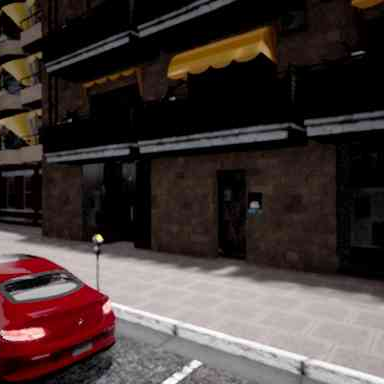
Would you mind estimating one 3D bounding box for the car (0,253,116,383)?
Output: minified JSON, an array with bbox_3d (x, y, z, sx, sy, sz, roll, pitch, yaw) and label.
[{"bbox_3d":[-2.922,1.597,4.951,4.206,1.307,1.802,0,0,35],"label":"car"}]
